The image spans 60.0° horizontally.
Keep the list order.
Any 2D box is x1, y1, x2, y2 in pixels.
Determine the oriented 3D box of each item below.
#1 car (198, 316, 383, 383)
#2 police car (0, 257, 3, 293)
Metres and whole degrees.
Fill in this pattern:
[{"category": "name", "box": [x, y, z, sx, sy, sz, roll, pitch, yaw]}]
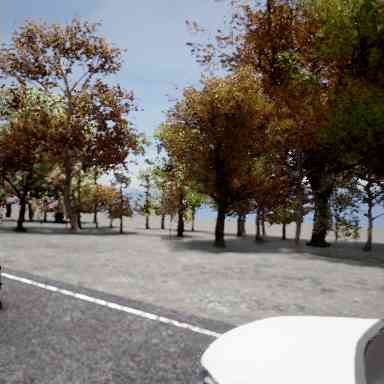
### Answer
[{"category": "car", "box": [2.177, 1.521, 2.138, 4.674, 1.442, 1.812, -1, 0, 35]}, {"category": "police car", "box": [-6.129, 1.495, 7.248, 5.238, 1.638, 1.930, -1, 0, 36]}]
